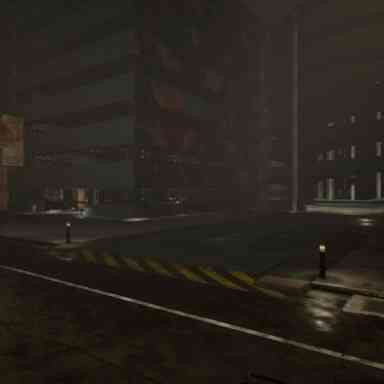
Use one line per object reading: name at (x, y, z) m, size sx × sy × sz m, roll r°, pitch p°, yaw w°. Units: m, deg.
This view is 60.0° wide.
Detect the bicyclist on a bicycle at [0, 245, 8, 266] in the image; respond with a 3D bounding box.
bicyclist on a bicycle at (-6.071, 1.446, 9.403) m, size 0.582 × 1.620 × 1.656 m, roll 0°, pitch 2°, yaw 35°

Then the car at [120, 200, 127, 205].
car at (-8.033, 1.463, 47.401) m, size 4.718 × 1.301 × 1.895 m, roll 0°, pitch 0°, yaw 35°

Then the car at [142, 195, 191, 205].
car at (-2.712, 1.320, 34.498) m, size 4.674 × 1.452 × 2.002 m, roll 0°, pitch 0°, yaw 35°

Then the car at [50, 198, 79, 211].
car at (-15.056, 1.413, 38.158) m, size 4.786 × 1.482 × 2.161 m, roll 0°, pitch 0°, yaw 35°

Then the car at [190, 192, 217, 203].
car at (1.944, 1.029, 63.001) m, size 5.566 × 2.045 × 2.435 m, roll 0°, pitch 0°, yaw 35°
